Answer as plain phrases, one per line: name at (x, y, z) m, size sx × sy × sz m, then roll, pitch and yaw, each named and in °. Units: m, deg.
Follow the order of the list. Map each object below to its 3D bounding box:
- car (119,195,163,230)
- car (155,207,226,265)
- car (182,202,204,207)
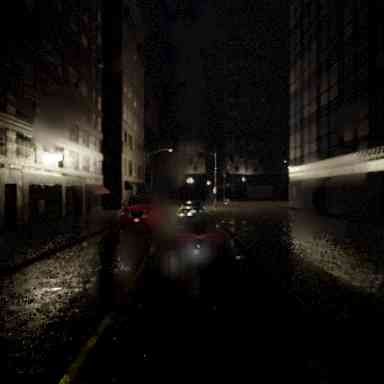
car at (-3.104, 1.206, 21.359) m, size 2.150 × 2.045 × 5.566 m, roll 0°, pitch 0°, yaw 0°
car at (0.098, 1.482, 11.659) m, size 2.128 × 1.511 × 4.902 m, roll 0°, pitch 0°, yaw 0°
car at (0.090, 1.531, 28.168) m, size 2.033 × 1.411 × 5.357 m, roll 0°, pitch 0°, yaw 0°
